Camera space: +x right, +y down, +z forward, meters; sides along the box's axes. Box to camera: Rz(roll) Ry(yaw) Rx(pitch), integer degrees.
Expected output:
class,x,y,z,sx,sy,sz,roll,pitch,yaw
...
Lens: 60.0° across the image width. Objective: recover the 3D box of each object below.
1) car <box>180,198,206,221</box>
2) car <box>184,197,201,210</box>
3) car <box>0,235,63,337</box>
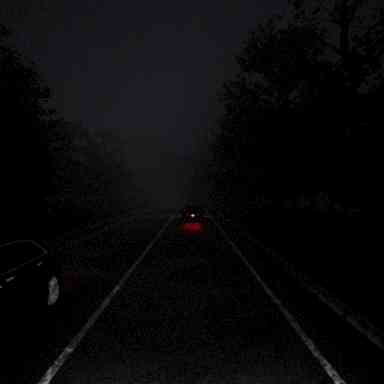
class,x,y,z,sx,sy,sz,roll,pitch,yaw
car,0.075,1.530,27.806,1.837,1.490,4.892,0,0,0
car,0.065,1.503,43.835,2.128,1.511,4.902,0,0,0
car,-3.584,1.509,5.041,1.837,1.490,4.892,0,0,0
